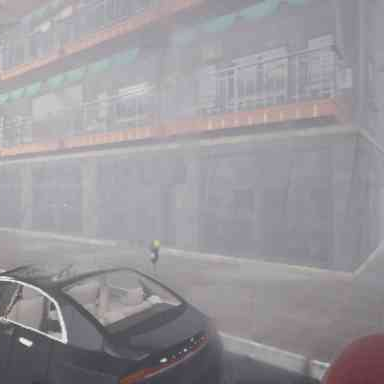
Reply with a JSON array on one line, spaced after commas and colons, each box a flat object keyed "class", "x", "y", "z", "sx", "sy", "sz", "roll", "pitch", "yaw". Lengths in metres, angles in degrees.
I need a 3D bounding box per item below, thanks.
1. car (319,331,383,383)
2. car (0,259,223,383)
[{"class": "car", "x": 2.851, "y": 1.322, "z": 0.845, "sx": 5.009, "sy": 1.841, "sz": 2.192, "roll": 0, "pitch": 0, "yaw": 35}, {"class": "car", "x": -1.735, "y": 1.539, "z": 4.113, "sx": 4.403, "sy": 1.369, "sz": 2.008, "roll": 0, "pitch": 0, "yaw": 35}]
